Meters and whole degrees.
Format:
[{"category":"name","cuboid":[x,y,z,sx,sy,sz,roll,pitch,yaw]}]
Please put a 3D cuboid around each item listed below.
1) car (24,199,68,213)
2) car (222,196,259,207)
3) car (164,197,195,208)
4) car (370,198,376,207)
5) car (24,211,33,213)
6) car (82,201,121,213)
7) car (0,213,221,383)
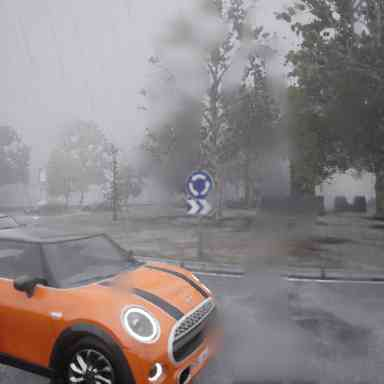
[{"category":"car","cuboid":[-14.641,1.502,33.619,1.812,1.442,4.674,0,1,23]},{"category":"car","cuboid":[6.476,1.360,44.802,4.892,1.490,1.837,0,-1,4]},{"category":"car","cuboid":[-1.121,1.440,46.852,5.357,1.411,2.033,0,0,-19]},{"category":"car","cuboid":[25.251,1.300,44.038,1.812,1.442,4.674,0,0,3]},{"category":"car","cuboid":[-7.037,1.531,11.722,1.812,1.442,4.674,-1,1,-44]},{"category":"car","cuboid":[-9.777,1.511,36.146,1.994,1.385,4.181,0,0,35]},{"category":"car","cuboid":[-1.895,1.353,4.900,4.553,1.767,2.097,0,0,25]}]
